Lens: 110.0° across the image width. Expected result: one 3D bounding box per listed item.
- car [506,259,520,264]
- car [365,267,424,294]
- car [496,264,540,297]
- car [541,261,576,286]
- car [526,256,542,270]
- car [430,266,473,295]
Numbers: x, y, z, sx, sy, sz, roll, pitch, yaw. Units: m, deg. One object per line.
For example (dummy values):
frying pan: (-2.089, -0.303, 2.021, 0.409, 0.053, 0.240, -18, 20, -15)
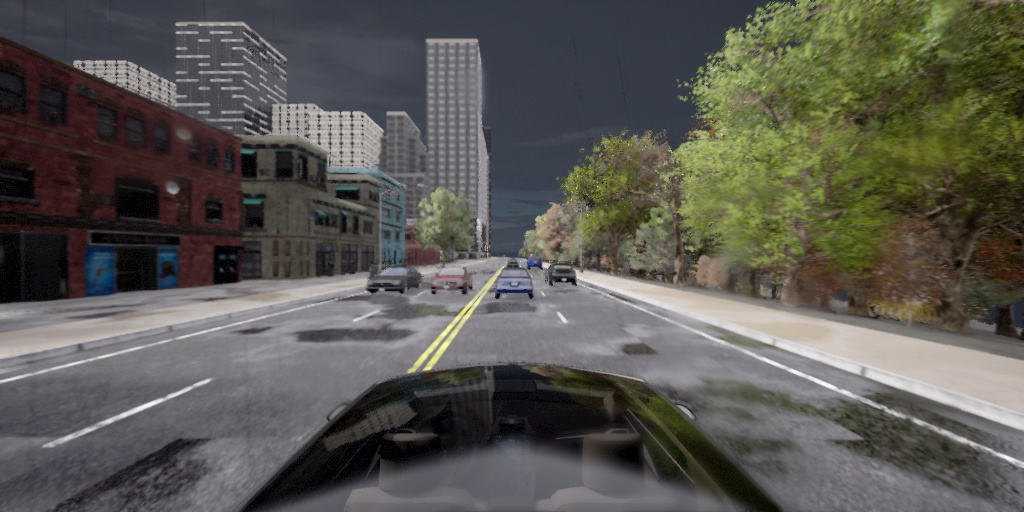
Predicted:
car: (0.134, 1.278, 56.180, 1.837, 1.490, 4.892, 0, 0, 0)
car: (-6.488, 1.314, 20.539, 2.033, 1.411, 5.357, 0, 0, 0)
car: (0.111, 1.306, 18.742, 2.033, 1.411, 5.357, 0, 0, 0)
car: (3.366, 1.266, 25.569, 1.837, 1.490, 4.892, 0, 0, 0)
car: (3.382, 0.994, 54.371, 2.150, 2.045, 5.566, 0, 0, 0)
car: (-3.242, 1.287, 20.129, 1.812, 1.442, 4.674, 0, 0, 0)
